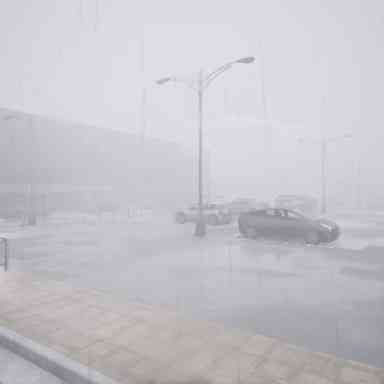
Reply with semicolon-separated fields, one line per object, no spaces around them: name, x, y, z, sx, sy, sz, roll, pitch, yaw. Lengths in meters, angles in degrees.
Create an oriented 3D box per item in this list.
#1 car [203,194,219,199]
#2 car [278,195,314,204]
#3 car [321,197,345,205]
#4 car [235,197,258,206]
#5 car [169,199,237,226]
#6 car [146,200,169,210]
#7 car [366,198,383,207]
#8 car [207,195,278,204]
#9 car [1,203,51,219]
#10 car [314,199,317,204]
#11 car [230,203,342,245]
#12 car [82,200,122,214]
car;3.760;1.396;51.660;2.150;2.045;5.566;0;0;35
car;11.544;1.269;38.320;3.866;1.878;1.905;0;0;35
car;23.710;1.565;56.035;3.633;1.501;1.845;0;0;35
car;10.013;1.668;60.538;2.128;1.511;4.902;0;0;35
car;0.731;1.424;22.436;3.806;1.475;1.970;0;0;35
car;-4.523;1.740;46.326;1.994;1.385;4.181;0;0;36
car;28.055;1.576;49.322;3.806;1.475;1.970;0;0;35
car;4.167;1.345;27.866;5.027;1.636;2.152;0;0;35
car;-15.376;1.740;30.987;1.994;1.385;4.181;0;0;35
car;12.883;1.289;40.931;4.605;1.855;1.932;0;0;35
car;4.378;1.490;15.379;4.514;1.523;2.007;0;0;35
car;-10.302;1.681;38.172;1.837;1.490;4.892;0;0;35
